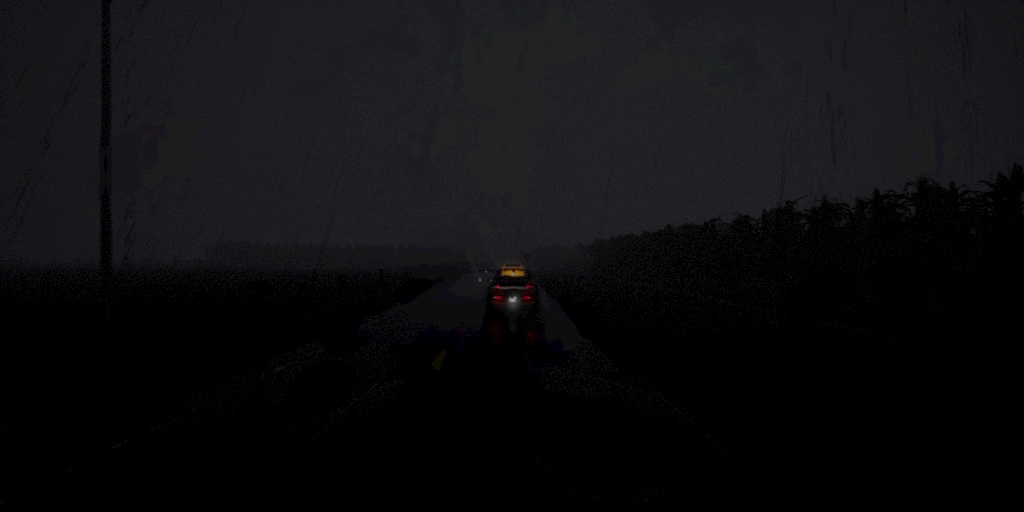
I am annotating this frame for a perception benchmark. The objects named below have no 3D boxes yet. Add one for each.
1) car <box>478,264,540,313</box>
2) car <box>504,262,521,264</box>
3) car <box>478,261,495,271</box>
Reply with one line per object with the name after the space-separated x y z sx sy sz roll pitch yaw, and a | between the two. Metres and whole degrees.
0.065 1.240 14.055 2.128 1.511 4.902 0 0 0 | car
0.062 1.220 29.664 1.882 1.535 5.008 0 0 0 | car
-2.804 1.281 41.698 2.033 1.411 5.357 0 0 1 | car
